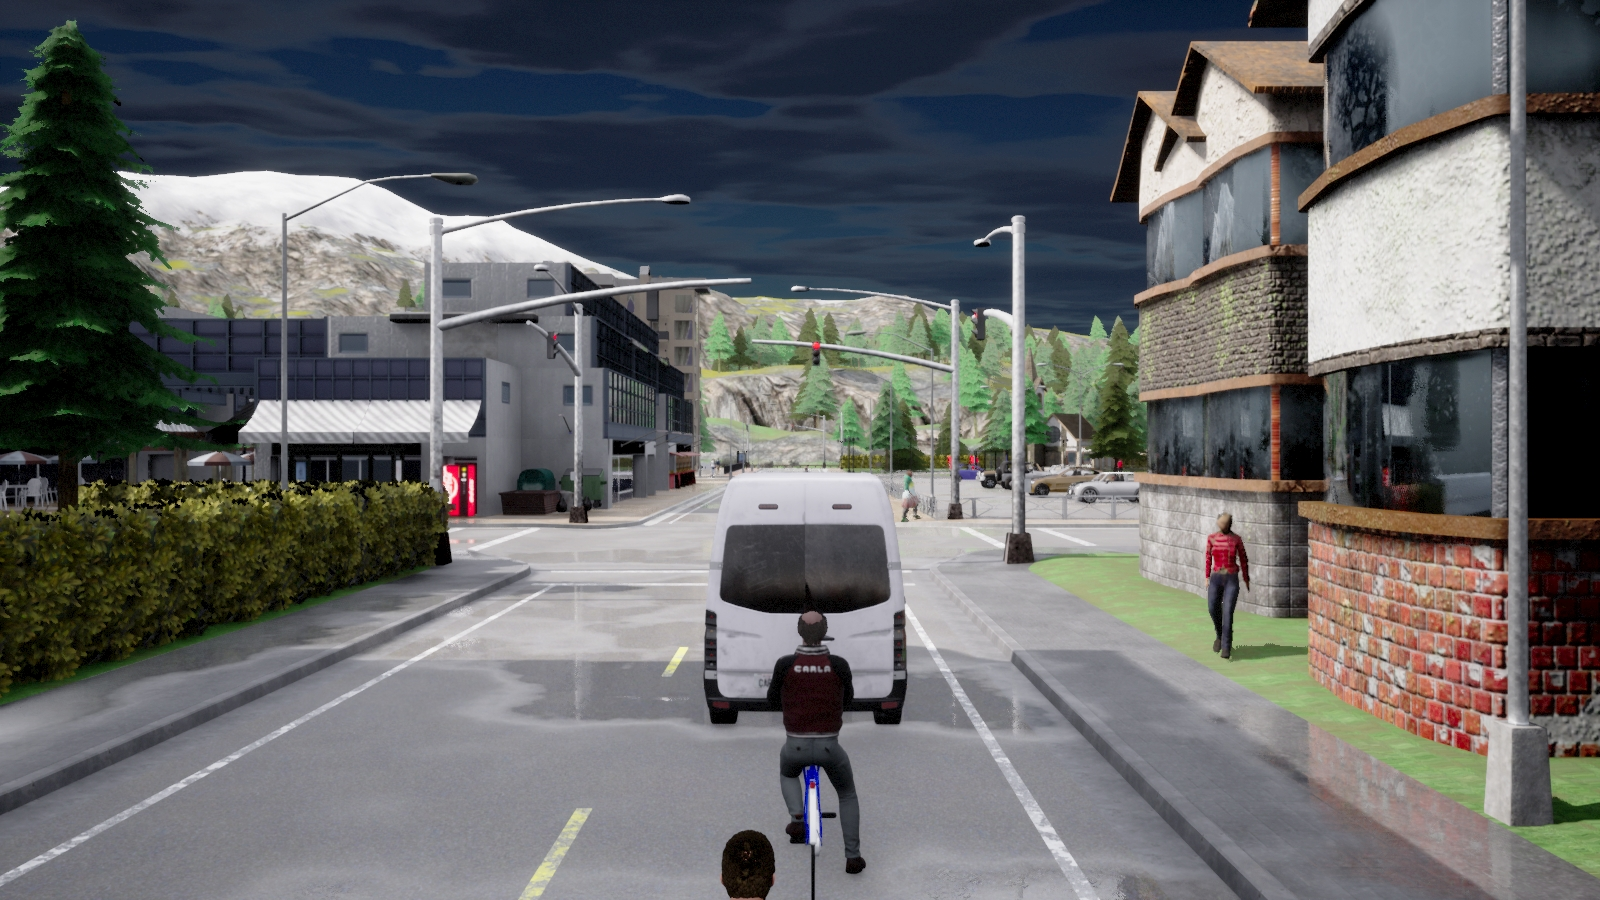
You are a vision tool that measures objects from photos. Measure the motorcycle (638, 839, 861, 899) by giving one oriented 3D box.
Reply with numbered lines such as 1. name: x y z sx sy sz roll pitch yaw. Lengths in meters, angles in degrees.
1. motorcycle: -0.197 2.193 3.730 0.803 1.145 2.033 0 0 2

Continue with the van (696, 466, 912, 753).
1. van: 0.063 1.515 13.504 1.988 2.561 5.915 0 0 1

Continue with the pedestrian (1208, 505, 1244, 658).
1. pedestrian: 5.348 1.637 14.337 0.375 1.860 0.375 0 0 29

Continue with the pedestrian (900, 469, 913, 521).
1. pedestrian: 3.815 1.614 40.893 0.375 1.860 0.375 0 0 21

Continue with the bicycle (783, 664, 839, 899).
1. bicycle: 0.065 2.190 7.648 0.329 1.171 1.835 0 0 0
